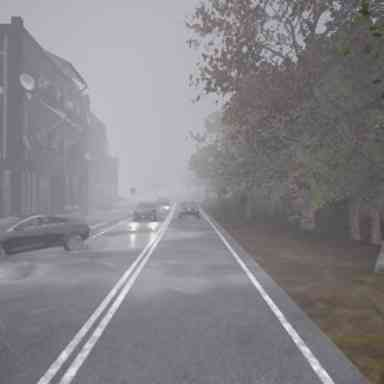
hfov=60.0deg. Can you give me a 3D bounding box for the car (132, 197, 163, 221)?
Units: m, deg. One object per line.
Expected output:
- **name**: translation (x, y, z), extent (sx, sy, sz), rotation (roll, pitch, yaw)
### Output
- **car**: translation (-3.670, 1.506, 27.118), extent (1.837, 1.490, 4.892), rotation (0, 2, -1)

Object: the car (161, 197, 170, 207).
- **car**: translation (-4.225, 1.380, 48.477), extent (1.994, 1.385, 4.181), rotation (0, 1, -1)

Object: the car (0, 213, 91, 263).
- **car**: translation (-6.001, 1.538, 12.013), extent (2.128, 1.511, 4.902), rotation (-2, 0, 34)

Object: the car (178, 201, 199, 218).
- **car**: translation (-0.299, 1.538, 30.477), extent (2.033, 1.411, 5.357), rotation (0, 0, -1)
